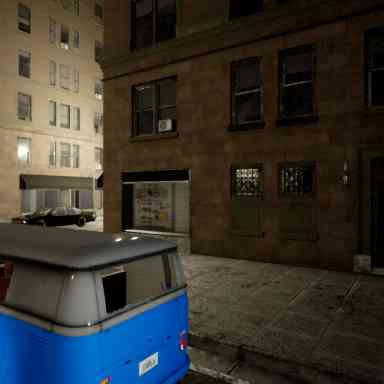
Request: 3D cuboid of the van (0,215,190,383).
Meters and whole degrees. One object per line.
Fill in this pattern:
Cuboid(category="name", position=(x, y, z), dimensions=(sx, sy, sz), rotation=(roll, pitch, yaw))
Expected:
Cuboid(category="van", position=(-1.948, 1.341, 4.074), dimensions=(3.998, 1.788, 1.690), rotation=(0, 0, 33))

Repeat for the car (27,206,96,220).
Cuboid(category="car", position=(-8.771, 1.627, 21.486), dimensions=(2.033, 1.411, 5.357), rotation=(0, 0, 33))
